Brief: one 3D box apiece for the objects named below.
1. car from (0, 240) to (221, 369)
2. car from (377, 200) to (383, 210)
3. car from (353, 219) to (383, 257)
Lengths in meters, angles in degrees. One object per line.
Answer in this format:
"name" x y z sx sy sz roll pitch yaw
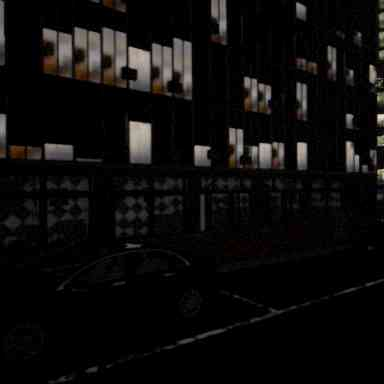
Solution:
"car" -1.501 1.559 5.630 4.403 1.369 2.008 0 -1 -35
"car" 22.274 1.461 42.059 1.752 1.417 4.829 0 1 -35
"car" 7.675 1.599 12.206 4.507 1.381 1.887 0 -1 -35
